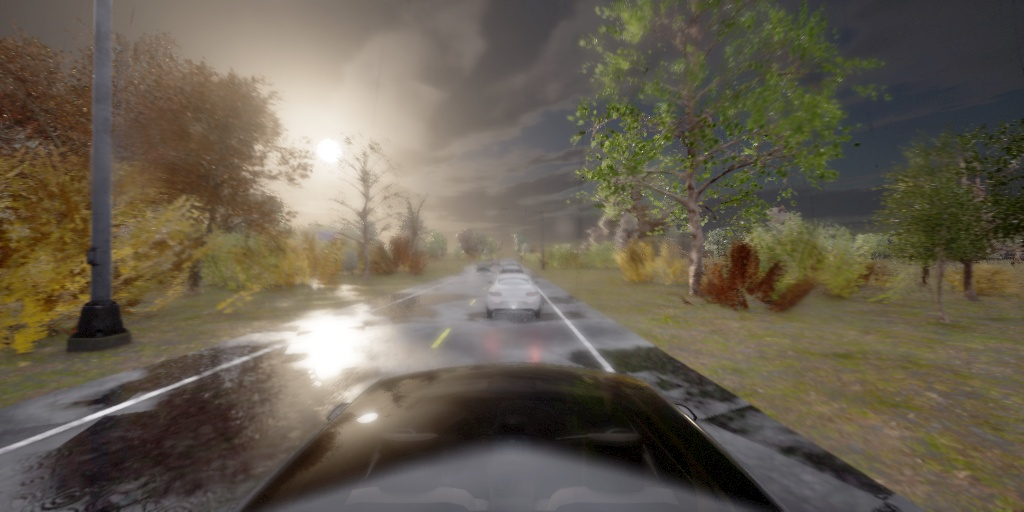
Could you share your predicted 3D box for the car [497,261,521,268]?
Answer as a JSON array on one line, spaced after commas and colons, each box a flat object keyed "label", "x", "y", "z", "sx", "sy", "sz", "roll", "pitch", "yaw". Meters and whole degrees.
[{"label": "car", "x": -0.004, "y": 1.408, "z": 29.041, "sx": 1.882, "sy": 1.535, "sz": 5.008, "roll": 0, "pitch": 0, "yaw": 0}]

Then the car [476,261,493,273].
[{"label": "car", "x": -3.988, "y": 1.558, "z": 50.497, "sx": 1.837, "sy": 1.490, "sz": 4.892, "roll": 0, "pitch": 0, "yaw": -3}]

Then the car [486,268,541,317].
[{"label": "car", "x": 0.058, "y": 1.354, "z": 13.465, "sx": 1.812, "sy": 1.442, "sz": 4.674, "roll": 0, "pitch": 0, "yaw": 0}]
